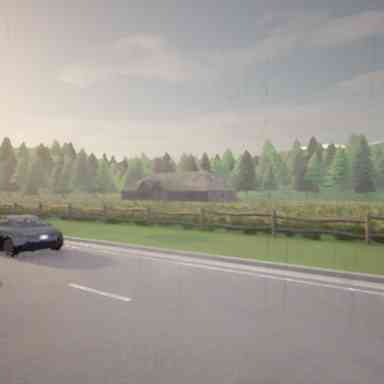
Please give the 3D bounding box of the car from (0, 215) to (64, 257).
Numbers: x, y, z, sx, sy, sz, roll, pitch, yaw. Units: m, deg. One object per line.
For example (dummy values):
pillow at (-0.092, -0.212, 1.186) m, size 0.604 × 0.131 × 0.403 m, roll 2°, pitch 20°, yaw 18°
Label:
car at (-6.970, 1.603, 13.194) m, size 4.181 × 1.385 × 1.994 m, roll 0°, pitch 0°, yaw 36°
